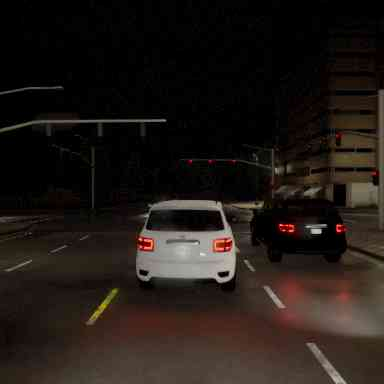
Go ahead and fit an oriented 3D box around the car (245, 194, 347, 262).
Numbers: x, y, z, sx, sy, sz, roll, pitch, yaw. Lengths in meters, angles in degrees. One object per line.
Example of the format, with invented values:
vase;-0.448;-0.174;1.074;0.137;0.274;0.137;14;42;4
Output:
car;3.584;1.221;12.222;2.150;2.045;5.566;0;0;0

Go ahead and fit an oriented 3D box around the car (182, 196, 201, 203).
car;-0.066;1.547;68.704;2.033;1.411;5.357;0;0;23

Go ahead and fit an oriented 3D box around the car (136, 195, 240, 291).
car;0.021;1.221;9.198;2.150;2.045;5.566;0;0;4

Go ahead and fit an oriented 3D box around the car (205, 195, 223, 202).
car;5.094;1.500;77.438;1.837;1.490;4.892;0;0;38

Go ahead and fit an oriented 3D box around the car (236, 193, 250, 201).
car;13.115;1.225;80.779;5.566;2.045;2.150;0;0;-41

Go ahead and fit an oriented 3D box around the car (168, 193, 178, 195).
car;-3.302;1.221;52.373;2.150;2.045;5.566;0;0;4

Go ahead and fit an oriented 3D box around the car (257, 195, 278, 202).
car;18.243;1.540;80.268;5.357;1.411;2.033;0;0;-33

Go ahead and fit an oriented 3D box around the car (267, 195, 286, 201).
car;21.885;1.524;86.292;4.674;1.442;1.812;0;0;-22
